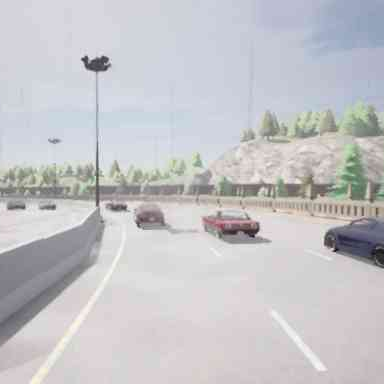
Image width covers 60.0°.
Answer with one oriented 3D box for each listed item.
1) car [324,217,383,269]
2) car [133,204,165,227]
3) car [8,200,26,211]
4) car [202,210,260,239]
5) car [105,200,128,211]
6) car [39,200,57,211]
[{"bbox_3d":[6.202,1.521,11.087,1.994,1.385,4.181,0,0,-7],"label":"car"},{"bbox_3d":[-2.994,1.526,22.844,1.812,1.442,4.674,0,0,-13],"label":"car"},{"bbox_3d":[-23.144,1.722,43.978,1.994,1.385,4.181,-1,0,-30],"label":"car"},{"bbox_3d":[1.811,1.575,17.234,1.895,1.301,4.718,0,0,-10],"label":"car"},{"bbox_3d":[-9.368,1.636,40.765,1.895,1.301,4.718,0,0,-25],"label":"car"},{"bbox_3d":[-19.086,1.719,43.992,1.895,1.301,4.718,-1,0,-29],"label":"car"}]
